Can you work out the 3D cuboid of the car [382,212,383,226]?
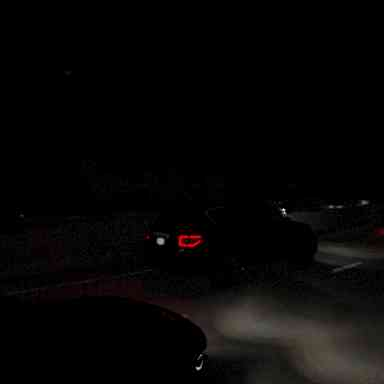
[{"bbox_3d":[14.374,1.545,22.729,2.128,1.511,4.902,0,0,39],"label":"car"}]

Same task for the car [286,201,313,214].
[{"bbox_3d":[12.413,1.715,38.196,1.994,1.385,4.181,0,0,32],"label":"car"}]

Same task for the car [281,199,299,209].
[{"bbox_3d":[14.716,1.807,49.682,1.994,1.385,4.181,0,-1,25],"label":"car"}]

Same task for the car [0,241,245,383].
[{"bbox_3d":[-2.110,1.487,2.436,5.008,1.535,1.882,0,0,-36],"label":"car"}]

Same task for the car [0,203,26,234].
[{"bbox_3d":[-11.372,1.411,17.560,4.553,1.767,2.097,0,0,-37],"label":"car"}]

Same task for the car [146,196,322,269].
[{"bbox_3d":[1.321,1.243,9.477,5.566,2.045,2.150,0,0,-40],"label":"car"}]

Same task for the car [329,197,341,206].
[{"bbox_3d":[27.216,1.801,63.653,1.882,1.535,5.008,0,0,14],"label":"car"}]

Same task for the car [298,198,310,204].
[{"bbox_3d":[25.916,2.003,76.958,1.994,1.385,4.181,0,0,8],"label":"car"}]

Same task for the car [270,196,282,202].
[{"bbox_3d":[22.695,1.944,90.136,1.837,1.490,4.892,0,0,-1],"label":"car"}]
